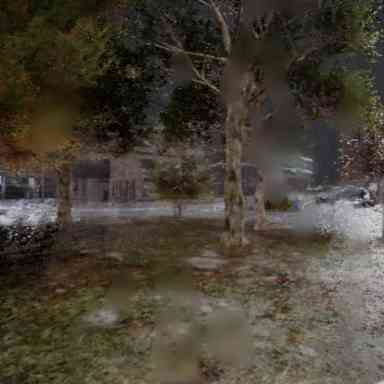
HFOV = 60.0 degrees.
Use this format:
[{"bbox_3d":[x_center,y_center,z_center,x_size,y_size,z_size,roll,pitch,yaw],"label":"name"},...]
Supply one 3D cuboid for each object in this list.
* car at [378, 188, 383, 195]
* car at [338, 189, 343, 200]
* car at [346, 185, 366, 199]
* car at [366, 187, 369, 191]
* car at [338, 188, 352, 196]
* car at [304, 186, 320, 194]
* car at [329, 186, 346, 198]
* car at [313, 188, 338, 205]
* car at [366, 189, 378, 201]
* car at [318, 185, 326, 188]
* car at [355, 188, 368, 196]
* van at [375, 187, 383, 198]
[{"bbox_3d":[44.963,-0.160,75.163,4.892,1.521,2.231,1,2,35],"label":"car"},{"bbox_3d":[22.360,0.689,53.219,1.994,1.385,4.181,1,2,30],"label":"car"},{"bbox_3d":[29.787,0.132,60.240,2.150,2.045,5.566,1,2,31],"label":"car"},{"bbox_3d":[33.370,0.245,56.819,5.566,2.045,2.435,1,2,30],"label":"car"},{"bbox_3d":[32.400,-0.089,70.314,1.837,1.490,4.892,1,2,33],"label":"car"},{"bbox_3d":[28.746,-0.281,80.830,2.097,1.535,5.008,1,2,34],"label":"car"},{"bbox_3d":[27.259,0.213,61.865,2.097,1.767,4.553,1,2,31],"label":"car"},{"bbox_3d":[17.785,0.728,44.260,2.097,1.767,4.553,1,2,26],"label":"car"},{"bbox_3d":[29.211,0.715,49.697,4.892,1.521,2.231,1,2,30],"label":"car"},{"bbox_3d":[31.862,-0.419,85.351,2.163,1.488,4.792,1,2,36],"label":"car"},{"bbox_3d":[35.164,-0.037,69.066,1.837,1.490,4.892,1,2,33],"label":"car"},{"bbox_3d":[37.583,0.040,63.681,4.442,1.987,1.878,1,2,32],"label":"van"}]
